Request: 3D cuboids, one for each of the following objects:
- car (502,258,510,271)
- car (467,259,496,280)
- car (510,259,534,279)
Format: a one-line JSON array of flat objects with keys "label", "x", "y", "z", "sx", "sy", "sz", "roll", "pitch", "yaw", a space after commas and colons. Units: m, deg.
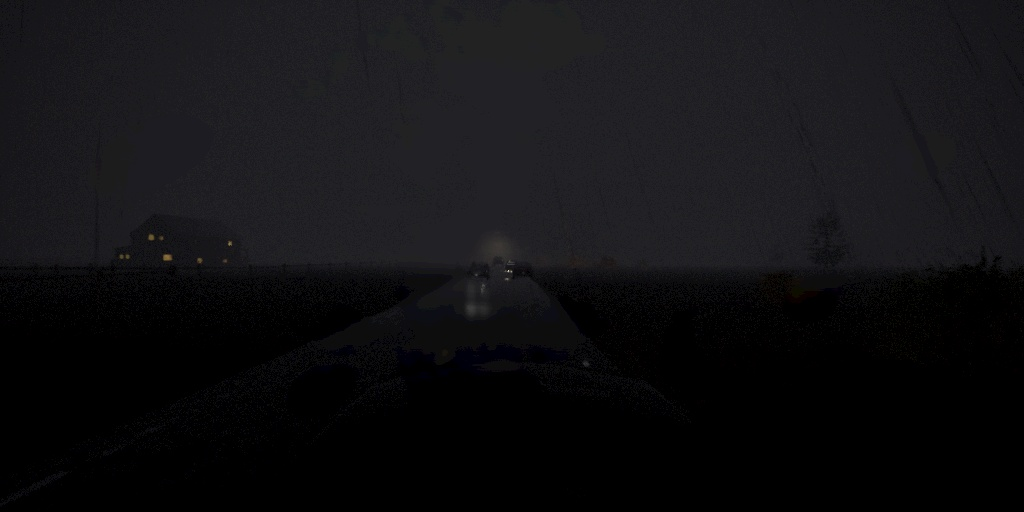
[{"label": "car", "x": 0.011, "y": 1.344, "z": 51.604, "sx": 2.128, "sy": 1.511, "sz": 4.902, "roll": 0, "pitch": 0, "yaw": 0}, {"label": "car", "x": -2.840, "y": 1.293, "z": 31.967, "sx": 2.128, "sy": 1.511, "sz": 4.902, "roll": 0, "pitch": 0, "yaw": 0}, {"label": "car", "x": 0.965, "y": 1.282, "z": 32.806, "sx": 1.882, "sy": 1.535, "sz": 5.008, "roll": 0, "pitch": 0, "yaw": 0}]
